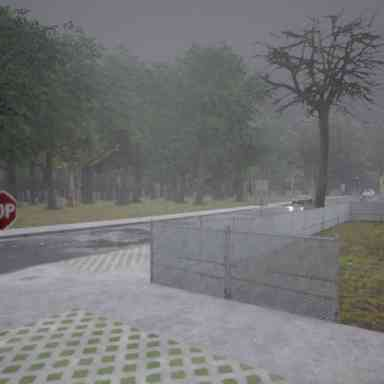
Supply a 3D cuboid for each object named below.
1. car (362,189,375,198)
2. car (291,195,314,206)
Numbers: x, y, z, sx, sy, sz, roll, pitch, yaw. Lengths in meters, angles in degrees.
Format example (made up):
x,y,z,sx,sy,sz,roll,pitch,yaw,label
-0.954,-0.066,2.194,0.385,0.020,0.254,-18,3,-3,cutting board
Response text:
x,y,z,sx,sy,sz,roll,pitch,yaw,label
40.763,0.353,76.679,2.150,2.045,5.566,2,2,36,car
15.296,1.105,45.872,1.882,1.535,5.008,2,2,36,car
